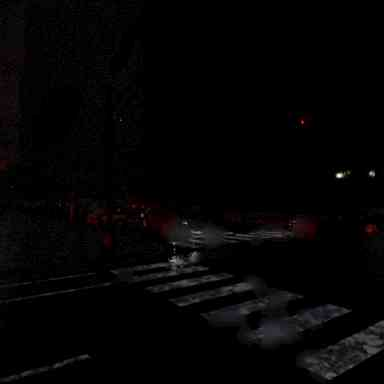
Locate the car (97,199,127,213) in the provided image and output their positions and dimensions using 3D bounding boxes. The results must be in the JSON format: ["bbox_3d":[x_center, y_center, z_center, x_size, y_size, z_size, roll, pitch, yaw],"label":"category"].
[{"bbox_3d":[-11.156,1.867,46.084,2.192,1.841,5.009,-1,0,-35],"label":"car"}]

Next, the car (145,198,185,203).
[{"bbox_3d":[-2.327,1.660,33.637,2.192,1.841,5.009,-1,0,-35],"label":"car"}]

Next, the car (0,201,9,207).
[{"bbox_3d":[-44.383,2.766,78.066,1.802,1.307,4.206,-1,0,-35],"label":"car"}]

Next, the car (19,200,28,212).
[{"bbox_3d":[-23.324,2.152,48.445,1.967,1.590,4.097,-1,0,-35],"label":"car"}]

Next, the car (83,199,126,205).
[{"bbox_3d":[-8.580,1.760,32.330,2.097,1.767,4.553,0,-1,-35],"label":"car"}]

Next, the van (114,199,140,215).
[{"bbox_3d":[-8.213,1.824,41.935,1.690,1.788,3.998,-1,0,-35],"label":"van"}]

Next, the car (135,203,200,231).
[{"bbox_3d":[-1.807,1.753,22.839,1.837,1.490,4.892,0,-1,-35],"label":"car"}]

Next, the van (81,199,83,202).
[{"bbox_3d":[-17.042,2.029,54.383,1.690,1.788,3.998,-1,0,-35],"label":"van"}]

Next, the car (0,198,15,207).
[{"bbox_3d":[-41.268,2.662,73.684,1.887,1.381,4.507,-1,0,-35],"label":"car"}]

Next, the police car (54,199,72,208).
[{"bbox_3d":[-25.432,2.299,65.456,1.930,1.638,5.238,0,-1,-35],"label":"police car"}]

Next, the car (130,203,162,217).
[{"bbox_3d":[-5.264,1.996,37.786,1.802,1.307,4.206,-1,0,-35],"label":"car"}]

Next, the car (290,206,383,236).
[{"bbox_3d":[7.803,1.533,17.889,4.892,1.490,1.837,0,1,9],"label":"car"}]

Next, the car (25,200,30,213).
[{"bbox_3d":[-20.491,2.191,44.464,1.887,1.381,4.507,-1,0,-35],"label":"car"}]

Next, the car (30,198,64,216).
[{"bbox_3d":[-17.664,1.896,40.482,2.192,1.841,5.009,-1,0,-35],"label":"car"}]

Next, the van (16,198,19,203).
[{"bbox_3d":[-26.157,2.118,52.427,1.690,1.788,3.998,-1,0,-35],"label":"van"}]

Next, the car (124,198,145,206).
[{"bbox_3d":[-6.347,1.622,34.701,2.150,2.045,5.566,0,-1,-35],"label":"car"}]

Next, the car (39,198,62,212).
[{"bbox_3d":[-21.849,1.935,51.151,2.150,2.045,5.566,0,-1,-35],"label":"car"}]

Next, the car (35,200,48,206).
[{"bbox_3d":[-37.740,2.701,83.435,2.008,1.369,4.403,-1,0,-35],"label":"car"}]

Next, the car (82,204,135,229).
[{"bbox_3d":[-6.236,1.839,24.416,1.752,1.417,4.829,-1,0,-35],"label":"car"}]

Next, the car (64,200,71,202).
[{"bbox_3d":[-20.176,2.215,54.120,2.128,1.511,4.902,0,0,-35],"label":"car"}]

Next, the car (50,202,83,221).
[{"bbox_3d":[-11.996,2.000,32.518,2.008,1.369,4.403,-1,0,-35],"label":"car"}]

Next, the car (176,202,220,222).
[{"bbox_3d":[0.622,1.820,29.487,1.887,1.381,4.507,-1,0,-35],"label":"car"}]
